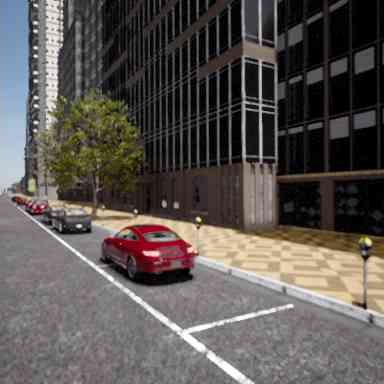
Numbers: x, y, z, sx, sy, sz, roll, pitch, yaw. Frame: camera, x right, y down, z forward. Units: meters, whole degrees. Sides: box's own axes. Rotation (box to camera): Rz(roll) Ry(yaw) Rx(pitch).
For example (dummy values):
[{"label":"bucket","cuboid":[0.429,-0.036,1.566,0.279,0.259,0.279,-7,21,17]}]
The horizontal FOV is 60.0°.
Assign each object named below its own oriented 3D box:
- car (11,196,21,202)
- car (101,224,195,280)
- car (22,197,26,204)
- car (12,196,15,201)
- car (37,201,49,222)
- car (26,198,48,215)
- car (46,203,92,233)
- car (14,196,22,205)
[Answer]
[{"label":"car","cuboid":[-44.272,1.670,83.708,1.947,1.339,4.313,0,0,-30]},{"label":"car","cuboid":[-1.422,1.595,9.852,1.802,1.307,4.206,0,0,-30]},{"label":"car","cuboid":[-18.562,1.515,39.394,1.967,1.590,4.097,0,0,-30]},{"label":"car","cuboid":[-38.559,1.669,73.861,1.947,1.339,4.313,0,0,-30]},{"label":"car","cuboid":[-9.992,1.602,24.623,2.008,1.369,4.403,0,0,-30]},{"label":"car","cuboid":[-15.706,1.507,34.471,1.967,1.590,4.097,0,0,-30]},{"label":"car","cuboid":[-7.135,1.591,19.699,2.008,1.369,4.403,0,0,-30]},{"label":"car","cuboid":[-29.989,1.642,59.090,1.887,1.381,4.507,0,0,-30]}]
